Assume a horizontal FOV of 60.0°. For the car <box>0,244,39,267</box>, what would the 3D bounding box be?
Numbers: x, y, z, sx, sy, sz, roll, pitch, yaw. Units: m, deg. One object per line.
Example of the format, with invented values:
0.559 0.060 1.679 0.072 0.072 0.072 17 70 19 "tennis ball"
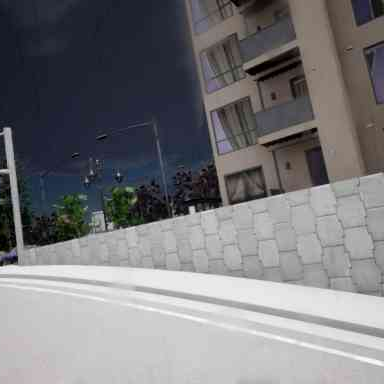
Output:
-15.551 5.659 29.611 2.097 1.767 4.553 -15 -9 35 "car"
